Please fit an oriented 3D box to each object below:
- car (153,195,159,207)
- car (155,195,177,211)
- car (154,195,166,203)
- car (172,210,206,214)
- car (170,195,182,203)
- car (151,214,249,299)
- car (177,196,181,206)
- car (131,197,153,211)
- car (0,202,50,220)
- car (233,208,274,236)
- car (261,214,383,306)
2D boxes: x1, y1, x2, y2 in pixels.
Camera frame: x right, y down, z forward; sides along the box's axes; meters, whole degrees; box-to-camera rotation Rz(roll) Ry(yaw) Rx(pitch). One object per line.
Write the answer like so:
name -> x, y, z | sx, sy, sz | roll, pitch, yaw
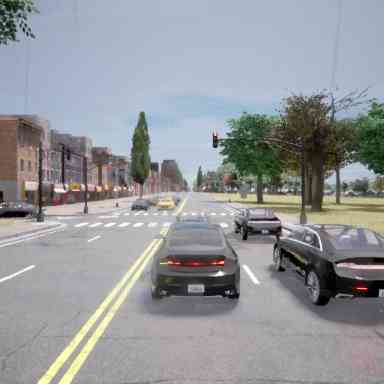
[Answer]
car -> -6.604, 1.587, 54.045 | 2.033, 1.411, 5.357 | 0, 0, 0
car -> -3.357, 1.588, 43.704 | 1.882, 1.535, 5.008 | 0, 0, 1
car -> -6.524, 1.405, 68.173 | 2.128, 1.511, 4.902 | 0, 0, 0
car -> 0.048, 1.690, 17.811 | 1.895, 1.301, 4.718 | 0, 0, 0
car -> -3.269, 1.453, 68.992 | 2.033, 1.411, 5.357 | 0, 0, 0
car -> 0.080, 1.531, 8.506 | 1.837, 1.490, 4.892 | 0, 0, 0
car -> -3.352, 1.597, 54.773 | 1.994, 1.385, 4.181 | 0, 0, 0
car -> -6.609, 1.677, 43.124 | 1.994, 1.385, 4.181 | 0, 0, 0
car -> -14.609, 1.623, 28.185 | 4.902, 1.511, 2.128 | 1, 0, 4
car -> 3.294, 1.577, 17.275 | 2.128, 1.511, 4.902 | 0, 0, 0
car -> 3.328, 1.515, 8.065 | 2.128, 1.511, 4.902 | 0, 0, 0
